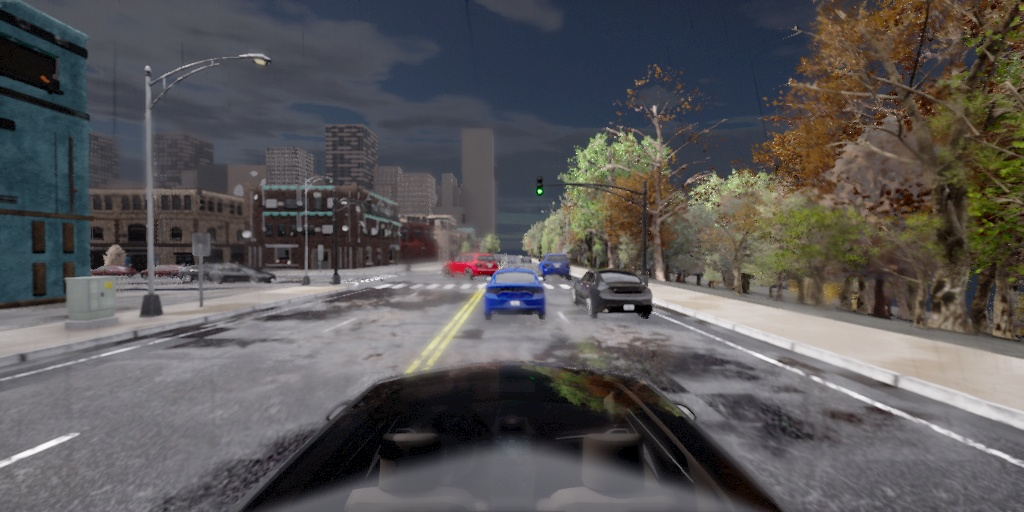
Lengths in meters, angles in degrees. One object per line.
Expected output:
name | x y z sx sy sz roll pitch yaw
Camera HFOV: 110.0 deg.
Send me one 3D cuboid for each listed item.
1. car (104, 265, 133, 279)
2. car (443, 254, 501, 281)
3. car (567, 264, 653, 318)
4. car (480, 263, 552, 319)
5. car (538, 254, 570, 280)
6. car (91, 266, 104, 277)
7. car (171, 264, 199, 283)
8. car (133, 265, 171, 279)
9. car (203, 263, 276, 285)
car | -39.353 1.544 35.156 4.207 1.307 1.802 0 0 0
car | -3.344 0.832 28.449 2.150 2.045 5.566 1 0 -39
car | 3.349 1.198 12.687 1.837 1.490 4.892 0 1 0
car | 0.100 1.170 12.571 1.882 1.535 5.008 0 0 0
car | 3.348 0.830 28.922 2.150 2.045 5.566 0 1 0
car | -33.826 1.467 26.769 4.097 1.591 1.967 0 0 0
car | -24.394 1.385 29.339 4.892 1.490 1.837 -1 1 0
car | -33.819 1.482 35.149 4.207 1.307 1.802 0 0 0
car | -19.950 1.436 26.631 4.313 1.339 1.948 0 0 0
